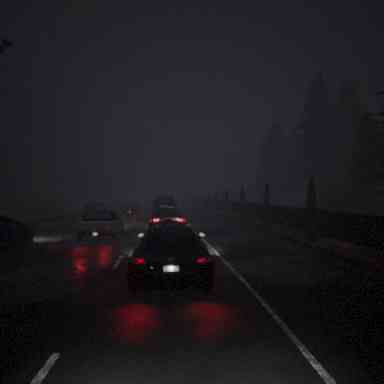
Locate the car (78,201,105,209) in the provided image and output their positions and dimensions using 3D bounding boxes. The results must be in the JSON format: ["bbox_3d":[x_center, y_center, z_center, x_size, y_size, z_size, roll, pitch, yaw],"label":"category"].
[{"bbox_3d":[-9.902,1.671,33.716,1.812,1.442,4.674,0,0,-6],"label":"car"}]

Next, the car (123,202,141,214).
[{"bbox_3d":[-6.709,1.757,36.932,1.895,1.301,4.718,0,0,-6],"label":"car"}]

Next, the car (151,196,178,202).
[{"bbox_3d":[-2.466,1.348,29.691,2.150,2.045,5.566,0,0,-6],"label":"car"}]

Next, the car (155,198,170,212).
[{"bbox_3d":[-3.745,1.634,42.420,1.801,1.575,5.366,0,0,-6],"label":"car"}]

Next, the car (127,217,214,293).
[{"bbox_3d":[-0.555,1.602,9.033,1.994,1.385,4.181,0,0,-3],"label":"car"}]

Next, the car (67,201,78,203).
[{"bbox_3d":[-19.155,1.588,53.983,2.097,1.767,4.553,0,0,-5],"label":"car"}]

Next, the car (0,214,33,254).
[{"bbox_3d":[-7.861,1.585,12.961,1.812,1.442,4.674,0,0,-5],"label":"car"}]

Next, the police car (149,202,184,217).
[{"bbox_3d":[-1.405,1.584,18.829,2.038,1.542,4.974,0,0,-5],"label":"police car"}]

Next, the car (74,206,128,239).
[{"bbox_3d":[-4.800,1.678,17.886,1.895,1.301,4.718,0,0,-6],"label":"car"}]
